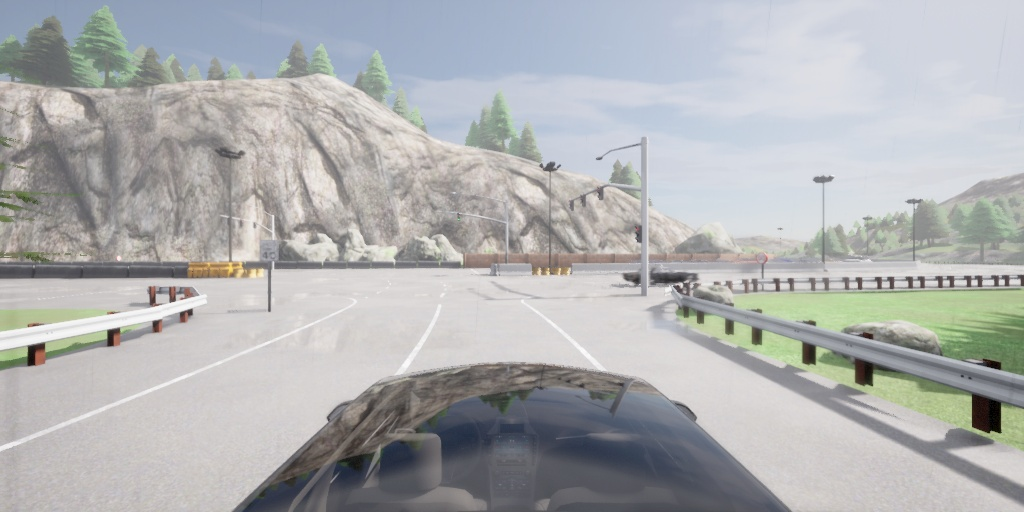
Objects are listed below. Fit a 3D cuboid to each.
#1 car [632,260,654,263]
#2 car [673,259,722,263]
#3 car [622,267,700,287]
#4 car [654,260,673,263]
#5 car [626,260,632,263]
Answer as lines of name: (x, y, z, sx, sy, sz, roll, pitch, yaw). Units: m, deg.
car: (21.636, 1.295, 54.512, 5.357, 1.411, 2.033, 0, 0, -10)
car: (24.835, 1.239, 48.003, 4.902, 1.511, 2.128, 0, 0, -10)
car: (9.923, 1.351, 23.890, 4.718, 1.301, 1.895, 0, 0, -10)
car: (23.296, 1.273, 51.281, 4.674, 1.442, 1.812, 0, 0, -10)
car: (20.072, 1.295, 57.795, 5.357, 1.411, 2.033, 0, 0, -10)
